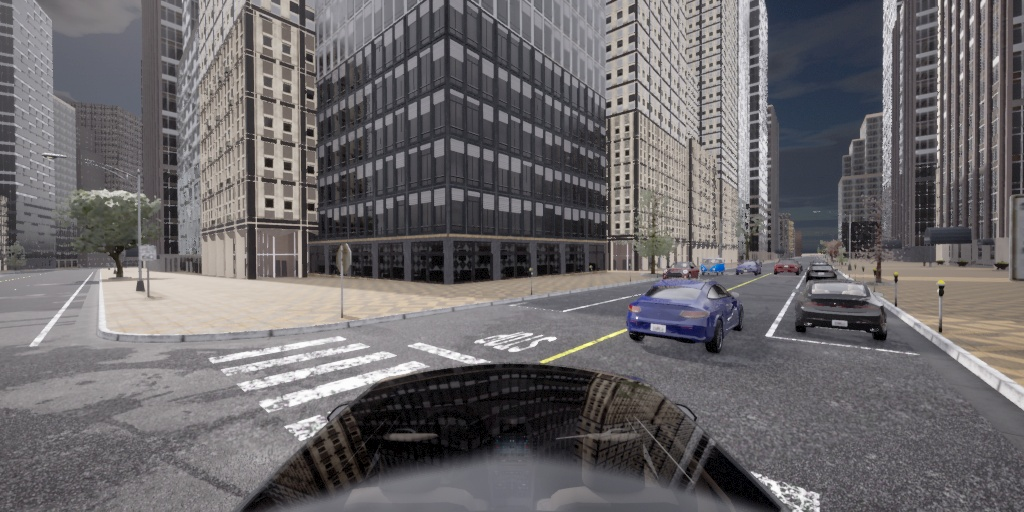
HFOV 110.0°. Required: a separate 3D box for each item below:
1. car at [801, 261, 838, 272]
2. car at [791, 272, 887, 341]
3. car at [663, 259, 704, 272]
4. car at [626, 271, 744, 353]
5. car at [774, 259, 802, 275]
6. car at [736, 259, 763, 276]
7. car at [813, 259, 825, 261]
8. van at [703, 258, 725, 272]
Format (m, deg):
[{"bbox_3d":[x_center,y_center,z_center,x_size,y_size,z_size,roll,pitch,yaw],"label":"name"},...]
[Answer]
[{"bbox_3d":[23.411,1.305,27.150,1.948,1.339,4.313,0,0,40],"label":"car"},{"bbox_3d":[8.906,1.300,9.859,2.007,1.370,4.403,0,0,40],"label":"car"},{"bbox_3d":[13.376,1.165,28.277,1.967,1.591,4.097,0,0,40],"label":"car"},{"bbox_3d":[4.405,1.271,8.909,1.812,1.442,4.674,0,0,40],"label":"car"},{"bbox_3d":[29.233,1.079,38.032,2.097,1.767,4.553,0,0,41],"label":"car"},{"bbox_3d":[24.914,1.248,37.711,1.812,1.442,4.674,0,0,40],"label":"car"},{"bbox_3d":[34.365,1.294,40.056,1.948,1.339,4.313,0,0,40],"label":"car"},{"bbox_3d":[20.676,1.060,36.880,1.690,1.789,3.998,0,0,40],"label":"van"}]
